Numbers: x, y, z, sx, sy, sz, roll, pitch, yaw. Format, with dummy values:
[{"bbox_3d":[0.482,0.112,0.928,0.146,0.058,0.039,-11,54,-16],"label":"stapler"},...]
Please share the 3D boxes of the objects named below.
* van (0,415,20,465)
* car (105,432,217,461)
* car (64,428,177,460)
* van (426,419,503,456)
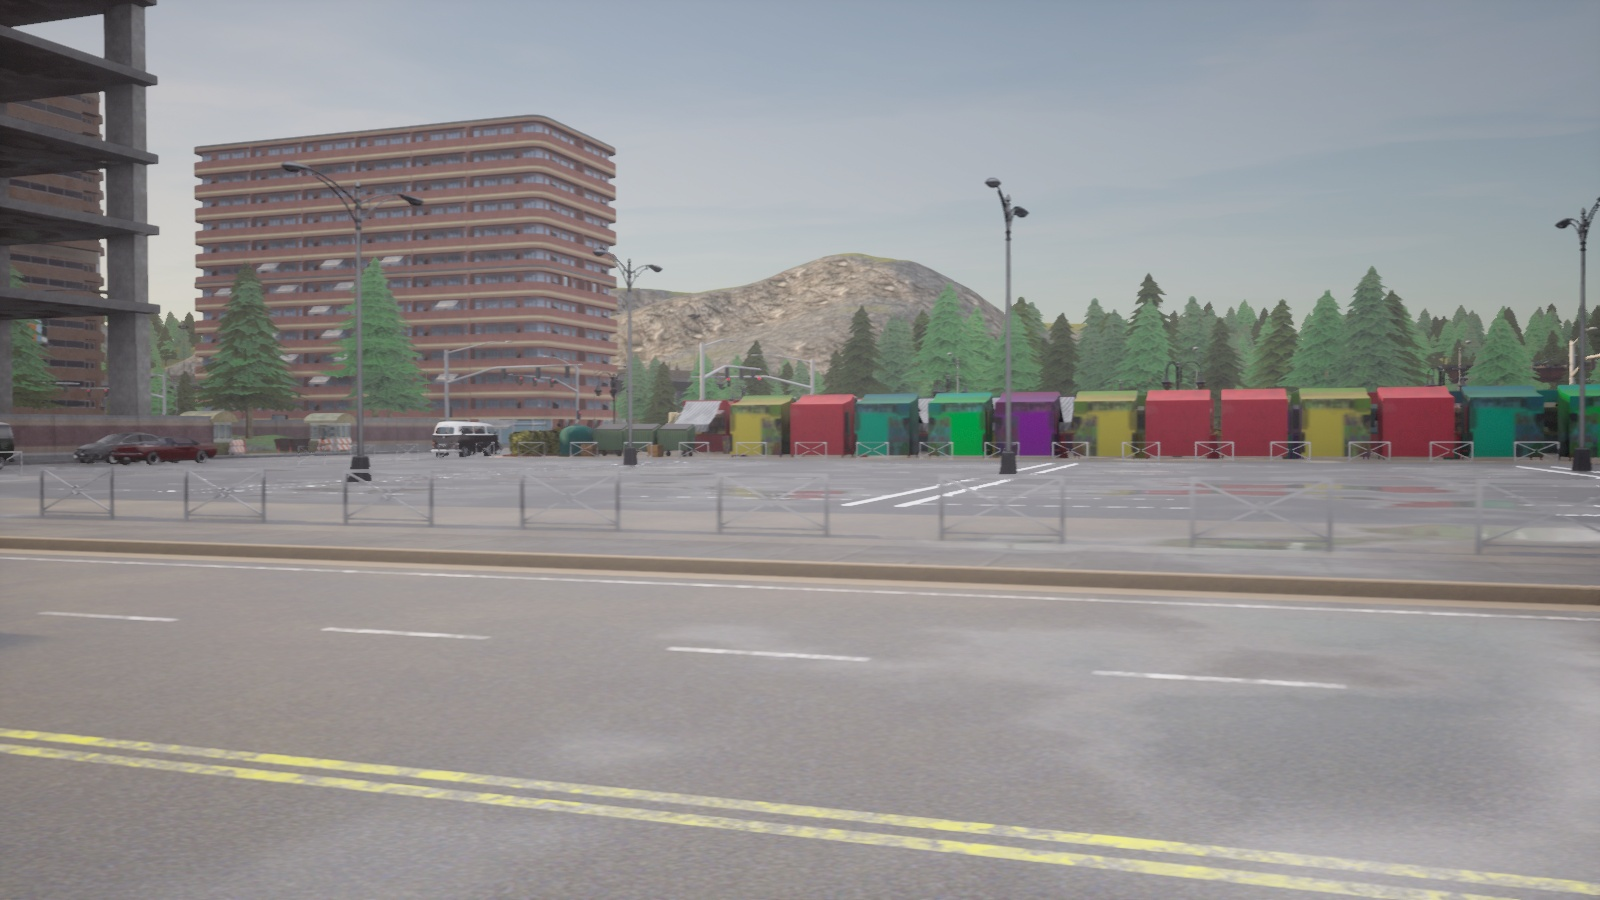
[{"bbox_3d":[-33.339,-0.392,49.333,1.775,1.987,4.442,1,1,18],"label":"van"},{"bbox_3d":[-30.050,-0.190,59.228,1.895,1.301,4.718,1,1,18],"label":"car"},{"bbox_3d":[-33.061,-0.329,61.261,1.837,1.490,4.892,1,1,18],"label":"car"},{"bbox_3d":[-18.836,-0.709,70.749,2.069,2.038,4.480,1,1,18],"label":"van"}]
